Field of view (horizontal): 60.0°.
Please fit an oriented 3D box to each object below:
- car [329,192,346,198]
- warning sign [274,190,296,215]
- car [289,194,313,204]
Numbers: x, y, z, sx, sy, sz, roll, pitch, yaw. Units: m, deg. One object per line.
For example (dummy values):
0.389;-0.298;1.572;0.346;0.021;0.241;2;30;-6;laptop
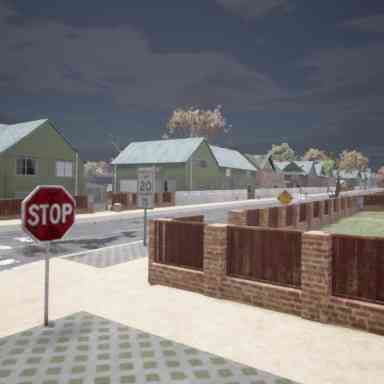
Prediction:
23.061;0.608;52.292;1.895;1.301;4.718;2;2;36;car
7.120;0.757;25.409;1.300;1.860;1.060;1;0;35;warning sign
11.725;0.890;36.154;1.812;1.442;4.674;2;2;35;car
